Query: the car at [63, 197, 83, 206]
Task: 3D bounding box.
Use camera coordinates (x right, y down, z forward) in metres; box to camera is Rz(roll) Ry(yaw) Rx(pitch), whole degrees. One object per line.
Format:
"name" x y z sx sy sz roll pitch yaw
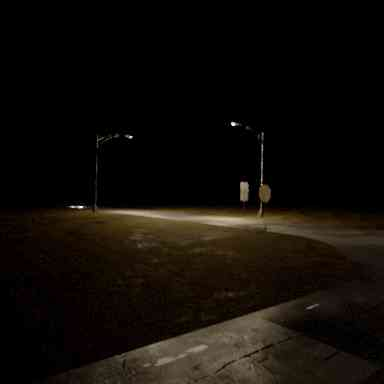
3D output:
"car" -18.036 1.425 50.407 1.994 1.385 4.181 2 -1 -36
